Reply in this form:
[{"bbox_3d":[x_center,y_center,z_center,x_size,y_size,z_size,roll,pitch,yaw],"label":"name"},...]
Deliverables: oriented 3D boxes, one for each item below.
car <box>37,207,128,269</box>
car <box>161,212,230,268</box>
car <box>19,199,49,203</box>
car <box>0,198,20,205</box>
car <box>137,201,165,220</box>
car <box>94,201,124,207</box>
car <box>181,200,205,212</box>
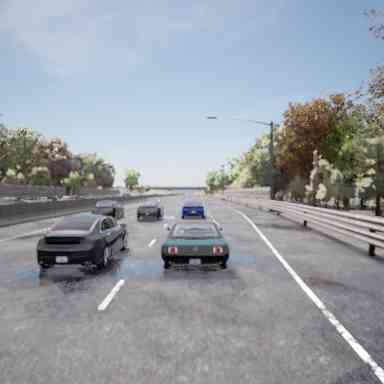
[{"bbox_3d":[-3.408,1.494,11.134,1.837,1.490,4.892,0,1,0],"label":"car"},{"bbox_3d":[0.093,1.589,11.176,1.895,1.301,4.718,0,0,0],"label":"car"},{"bbox_3d":[-17.587,1.535,38.386,1.994,1.385,4.181,0,0,0],"label":"car"},{"bbox_3d":[-21.086,1.475,38.473,1.837,1.490,4.892,0,0,0],"label":"car"},{"bbox_3d":[-3.406,1.466,27.748,2.128,1.511,4.902,0,0,0],"label":"car"},{"bbox_3d":[-6.906,1.466,27.752,2.128,1.511,4.902,0,0,0],"label":"car"},{"bbox_3d":[0.096,1.452,29.331,1.882,1.535,5.008,0,0,0],"label":"car"}]
